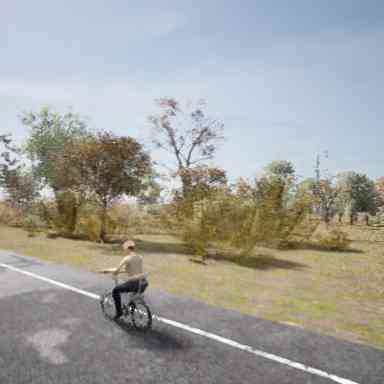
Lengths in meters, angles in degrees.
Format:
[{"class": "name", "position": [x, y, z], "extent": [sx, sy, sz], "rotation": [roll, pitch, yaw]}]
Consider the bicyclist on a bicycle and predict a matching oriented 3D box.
[{"class": "bicyclist on a bicycle", "position": [-1.262, 1.712, 6.282], "extent": [1.509, 1.612, 0.866], "rotation": [-1, -3, 41]}]
